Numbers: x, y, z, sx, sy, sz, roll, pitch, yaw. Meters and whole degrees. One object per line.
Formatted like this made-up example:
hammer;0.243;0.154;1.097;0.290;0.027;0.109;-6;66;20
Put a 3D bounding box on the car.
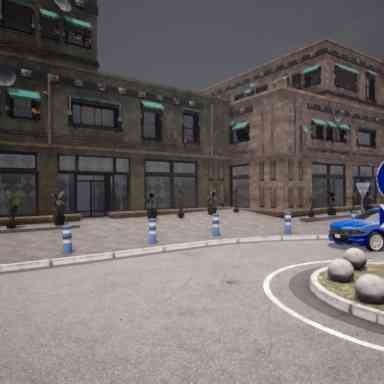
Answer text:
car;7.798;1.345;13.175;5.008;1.535;1.882;-1;0;-18
